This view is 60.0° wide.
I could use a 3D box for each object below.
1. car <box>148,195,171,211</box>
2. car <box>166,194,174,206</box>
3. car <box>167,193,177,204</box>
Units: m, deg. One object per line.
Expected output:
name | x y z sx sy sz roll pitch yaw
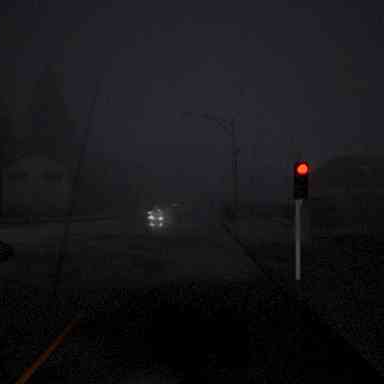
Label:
car | -4.088 1.476 40.013 2.128 1.511 4.902 0 0 0
car | -4.076 1.506 50.018 1.812 1.442 4.674 0 0 0
car | -4.029 1.199 63.967 2.150 2.045 5.566 0 0 0
